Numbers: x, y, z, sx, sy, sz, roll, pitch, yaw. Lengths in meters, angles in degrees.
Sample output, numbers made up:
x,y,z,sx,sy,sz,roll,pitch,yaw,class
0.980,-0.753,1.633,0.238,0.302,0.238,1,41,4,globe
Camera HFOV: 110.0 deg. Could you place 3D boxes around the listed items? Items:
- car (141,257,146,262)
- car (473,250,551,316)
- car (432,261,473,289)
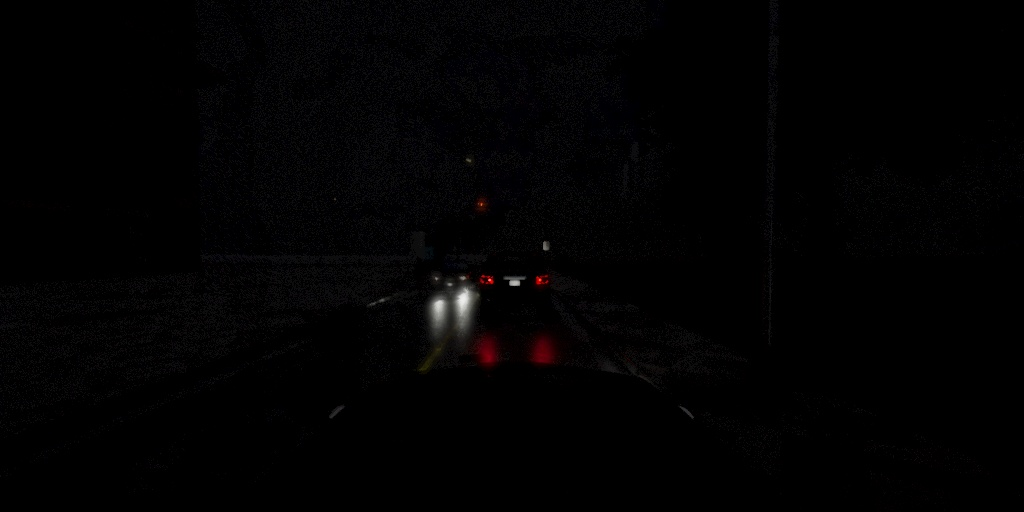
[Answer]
x,y,z,sx,sy,sz,roll,pitch,yaw,class
-43.107,0.424,43.761,4.674,1.442,1.812,0,1,2,car
0.088,0.791,12.642,2.150,2.045,5.566,0,1,0,car
-3.081,0.984,20.420,2.033,1.411,5.357,0,1,0,car
